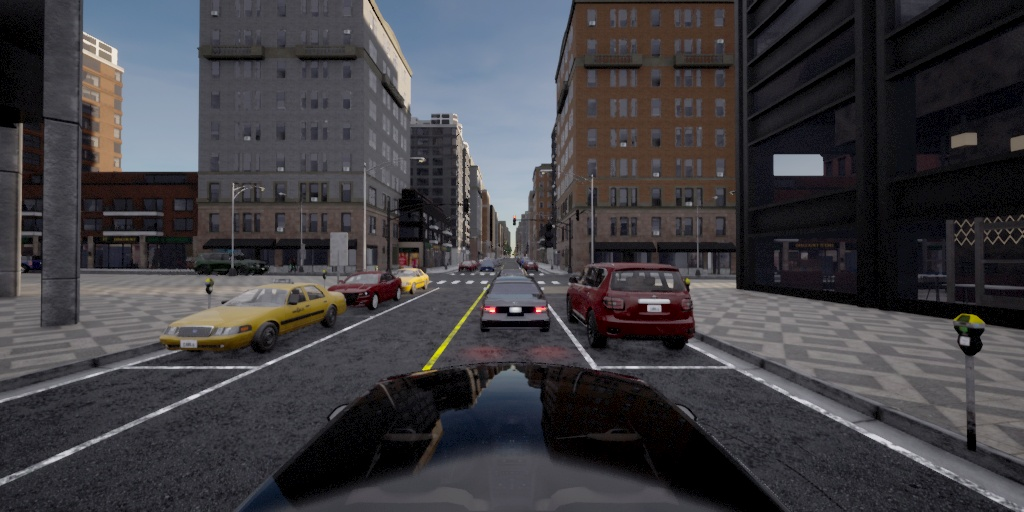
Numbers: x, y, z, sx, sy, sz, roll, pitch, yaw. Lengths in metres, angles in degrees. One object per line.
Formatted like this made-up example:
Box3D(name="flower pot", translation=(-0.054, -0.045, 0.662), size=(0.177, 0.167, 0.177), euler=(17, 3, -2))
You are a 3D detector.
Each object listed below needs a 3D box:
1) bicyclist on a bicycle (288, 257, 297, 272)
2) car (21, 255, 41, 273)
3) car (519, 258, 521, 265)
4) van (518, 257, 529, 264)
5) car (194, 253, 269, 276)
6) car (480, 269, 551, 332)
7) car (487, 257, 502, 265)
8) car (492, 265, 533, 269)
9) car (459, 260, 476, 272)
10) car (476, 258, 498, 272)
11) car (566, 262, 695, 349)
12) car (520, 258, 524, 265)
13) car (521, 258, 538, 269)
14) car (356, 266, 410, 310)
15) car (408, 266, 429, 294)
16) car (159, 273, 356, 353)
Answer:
Box3D(name="bicyclist on a bicycle", translation=(-23.110, 0.908, 37.750), size=(0.582, 1.620, 1.656), euler=(0, 0, 0))
Box3D(name="car", translation=(-47.615, 0.703, 34.735), size=(4.553, 1.767, 2.097), euler=(1, -1, 1))
Box3D(name="car", translation=(2.514, 1.345, 58.717), size=(1.802, 1.307, 4.207), euler=(0, 0, 0))
Box3D(name="van", translation=(2.499, 1.106, 64.390), size=(1.690, 1.789, 3.998), euler=(0, 0, 0))
Box3D(name="car", translation=(-24.633, 0.751, 31.519), size=(5.566, 2.045, 2.150), euler=(1, -1, 0))
Box3D(name="car", translation=(0.067, 1.299, 10.833), size=(2.033, 1.411, 5.357), euler=(0, 0, 0))
Box3D(name="car", translation=(-3.236, 1.328, 61.745), size=(1.994, 1.385, 4.181), euler=(0, 0, 0))
Box3D(name="car", translation=(0.019, 1.354, 20.560), size=(1.895, 1.301, 4.718), euler=(0, 0, 0))
Box3D(name="car", translation=(-5.981, 1.305, 47.356), size=(1.888, 1.381, 4.507), euler=(0, 0, 0))
Box3D(name="car", translation=(-3.244, 1.306, 46.799), size=(2.033, 1.411, 5.357), euler=(0, 0, -4))
Box3D(name="car", translation=(2.649, 1.066, 9.102), size=(2.192, 1.841, 5.009), euler=(0, 0, 0))
Box3D(name="car", translation=(2.529, 1.343, 53.043), size=(1.802, 1.307, 4.207), euler=(0, 0, 0))
Box3D(name="car", translation=(2.545, 1.341, 47.370), size=(1.802, 1.307, 4.207), euler=(0, 0, 0))
Box3D(name="car", translation=(-5.892, 1.297, 14.712), size=(1.888, 1.381, 4.507), euler=(0, 0, 0))
Box3D(name="car", translation=(-5.907, 1.279, 20.166), size=(1.751, 1.417, 4.829), euler=(0, 0, 0))
Box3D(name="car", translation=(-5.876, 1.277, 8.917), size=(1.751, 1.417, 4.829), euler=(0, 0, 0))
